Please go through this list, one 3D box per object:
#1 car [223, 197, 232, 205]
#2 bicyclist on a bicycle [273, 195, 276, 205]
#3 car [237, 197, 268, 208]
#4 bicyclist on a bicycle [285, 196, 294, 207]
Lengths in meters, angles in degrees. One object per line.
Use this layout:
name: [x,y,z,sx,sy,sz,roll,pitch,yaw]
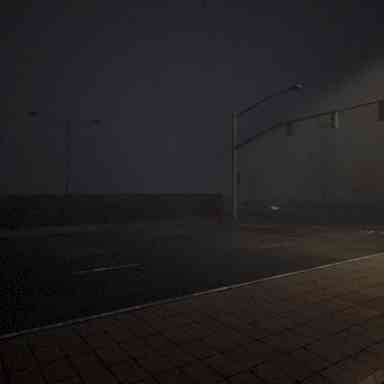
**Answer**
car: [6.945,1.525,56.647,1.812,1.442,4.674,0,0,-34]
bicyclist on a bicycle: [13.457,1.300,54.054,0.582,1.620,1.656,0,0,22]
car: [8.885,1.564,47.566,1.994,1.385,4.181,0,0,-34]
bicyclist on a bicycle: [14.421,1.453,49.139,1.656,1.620,0.582,0,0,-22]
